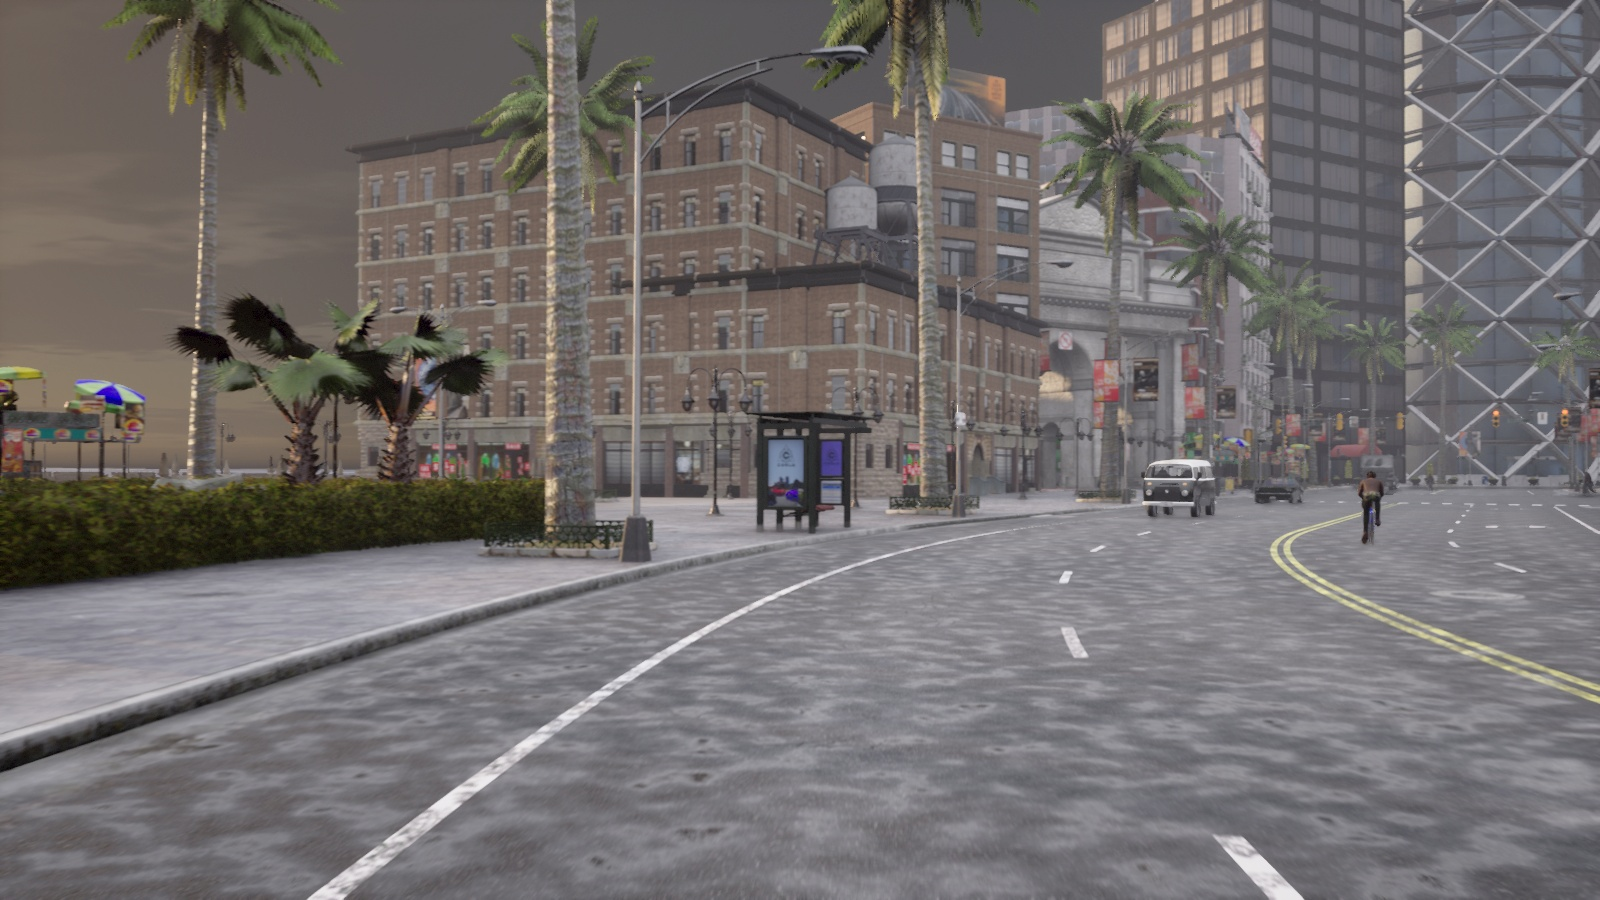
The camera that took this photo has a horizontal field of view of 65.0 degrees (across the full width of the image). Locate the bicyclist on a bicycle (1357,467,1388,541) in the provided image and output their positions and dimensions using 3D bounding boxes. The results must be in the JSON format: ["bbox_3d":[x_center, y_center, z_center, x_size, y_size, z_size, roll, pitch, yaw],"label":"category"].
[{"bbox_3d":[12.860,1.198,28.250,0.582,1.620,1.656,0,-1,23],"label":"bicyclist on a bicycle"}]

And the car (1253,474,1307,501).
[{"bbox_3d":[24.825,1.918,64.864,1.895,1.301,4.718,-1,-1,29],"label":"car"}]

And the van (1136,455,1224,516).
[{"bbox_3d":[13.593,1.242,44.762,2.069,2.038,4.480,-1,-1,29],"label":"van"}]
